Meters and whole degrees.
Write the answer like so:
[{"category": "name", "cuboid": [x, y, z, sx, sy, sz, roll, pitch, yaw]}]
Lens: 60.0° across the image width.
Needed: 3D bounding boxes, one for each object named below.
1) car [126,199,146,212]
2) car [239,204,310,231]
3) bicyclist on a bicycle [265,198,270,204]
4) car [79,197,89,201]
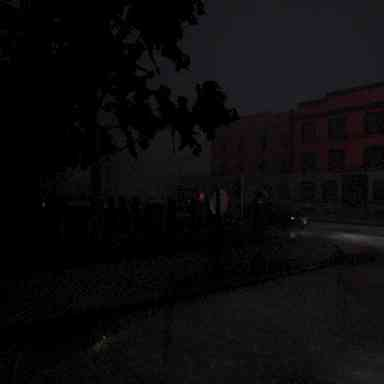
[{"category": "car", "cuboid": [-5.905, 1.532, 36.598, 1.812, 1.442, 4.674, 0, 0, -35]}, {"category": "car", "cuboid": [5.095, 1.498, 21.157, 2.128, 1.511, 4.902, 0, 0, -35]}, {"category": "bicyclist on a bicycle", "cuboid": [7.259, 1.358, 32.590, 1.656, 1.620, 0.582, 0, 0, -35]}, {"category": "car", "cuboid": [-16.446, 1.519, 51.554, 1.837, 1.490, 4.892, 0, 0, -35]}]
